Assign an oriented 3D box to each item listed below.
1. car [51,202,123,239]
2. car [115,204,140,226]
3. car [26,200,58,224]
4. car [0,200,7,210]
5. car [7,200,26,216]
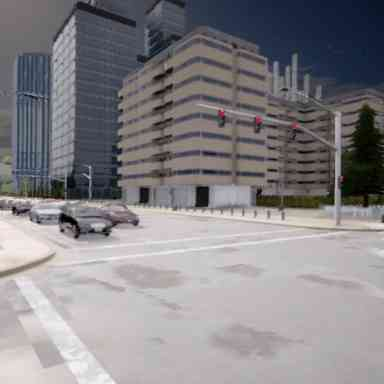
[{"bbox_3d":[-5.848,1.547,18.025,2.128,1.511,4.902,1,0,-34],"label":"car"},{"bbox_3d":[-5.370,1.616,23.491,1.812,1.442,4.674,1,0,-36],"label":"car"},{"bbox_3d":[-11.191,1.582,25.594,1.812,1.442,4.674,1,0,-35],"label":"car"},{"bbox_3d":[-24.216,1.658,43.982,1.895,1.301,4.718,1,0,-35],"label":"car"},{"bbox_3d":[-17.147,1.604,33.965,2.033,1.411,5.357,1,0,-35],"label":"car"}]
